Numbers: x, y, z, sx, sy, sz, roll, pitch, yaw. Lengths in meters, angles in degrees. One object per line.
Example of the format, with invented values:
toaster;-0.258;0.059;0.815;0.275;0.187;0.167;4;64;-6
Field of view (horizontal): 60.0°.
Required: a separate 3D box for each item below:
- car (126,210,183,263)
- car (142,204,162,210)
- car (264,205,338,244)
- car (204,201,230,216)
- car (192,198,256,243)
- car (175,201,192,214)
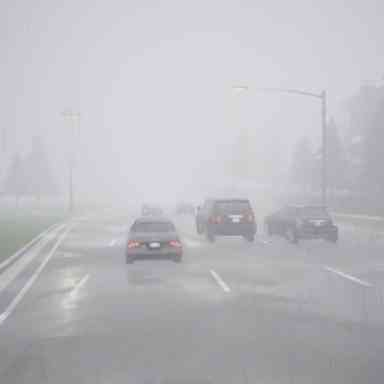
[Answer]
car;-1.404;1.615;12.253;2.033;1.411;5.357;0;0;-7
car;-3.819;1.774;31.665;1.895;1.301;4.718;0;0;-7
car;5.138;1.413;16.363;2.097;1.767;4.553;0;0;-7
car;2.674;1.734;36.166;1.994;1.385;4.181;0;0;-7
car;1.548;1.302;16.883;2.150;2.045;5.566;0;0;-7
car;-0.780;1.706;35.590;1.812;1.442;4.674;0;0;-7
